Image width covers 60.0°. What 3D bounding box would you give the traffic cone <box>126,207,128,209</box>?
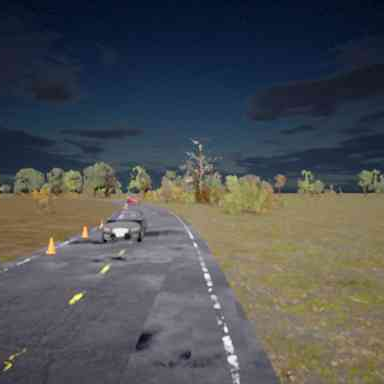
[{"bbox_3d":[-7.742,2.270,37.525,0.340,0.580,0.340,0,0,-8],"label":"traffic cone"}]

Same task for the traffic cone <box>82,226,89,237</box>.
[{"bbox_3d":[-5.729,2.109,17.820,0.340,0.580,0.340,0,0,-4],"label":"traffic cone"}]

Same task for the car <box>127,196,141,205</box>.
[{"bbox_3d":[-12.687,1.799,72.288,2.150,2.045,5.566,0,-1,-22],"label":"car"}]

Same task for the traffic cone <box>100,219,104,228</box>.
[{"bbox_3d":[-6.103,2.150,22.759,0.340,0.580,0.340,0,0,-5],"label":"traffic cone"}]

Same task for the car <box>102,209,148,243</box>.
[{"bbox_3d":[-3.311,1.637,17.025,2.128,1.511,4.902,0,0,-4],"label":"car"}]

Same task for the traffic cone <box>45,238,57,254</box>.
[{"bbox_3d":[-5.439,2.067,12.875,0.340,0.580,0.340,0,0,-3],"label":"traffic cone"}]
